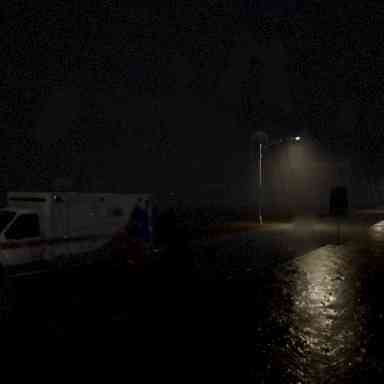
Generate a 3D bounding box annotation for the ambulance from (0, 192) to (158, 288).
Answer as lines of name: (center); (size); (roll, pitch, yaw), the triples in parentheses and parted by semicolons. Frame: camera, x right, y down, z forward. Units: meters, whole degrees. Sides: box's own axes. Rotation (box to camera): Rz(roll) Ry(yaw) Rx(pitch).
ambulance: (-3.914, 1.236, 9.911); (2.351, 2.431, 6.366); (0, -1, 36)
